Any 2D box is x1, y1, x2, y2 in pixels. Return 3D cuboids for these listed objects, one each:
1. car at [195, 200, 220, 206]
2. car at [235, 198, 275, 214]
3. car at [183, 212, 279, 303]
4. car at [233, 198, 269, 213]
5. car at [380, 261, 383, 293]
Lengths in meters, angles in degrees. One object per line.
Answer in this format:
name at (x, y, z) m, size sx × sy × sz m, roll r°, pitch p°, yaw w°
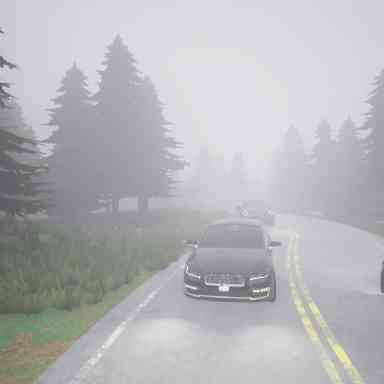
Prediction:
car at (1.988, 1.798, 44.873) m, size 1.812 × 1.442 × 4.674 m, roll 3°, pitch -5°, yaw -35°
car at (4.113, 1.252, 22.233) m, size 2.097 × 1.767 × 4.553 m, roll -1°, pitch 0°, yaw 2°
car at (1.104, 1.496, 8.427) m, size 1.837 × 1.490 × 4.892 m, roll -1°, pitch 0°, yaw 13°
car at (6.258, 1.409, 35.741) m, size 1.837 × 1.490 × 4.892 m, roll 2°, pitch -1°, yaw -15°
car at (4.501, 1.308, 4.652) m, size 2.097 × 1.767 × 4.553 m, roll -1°, pitch 0°, yaw 9°
